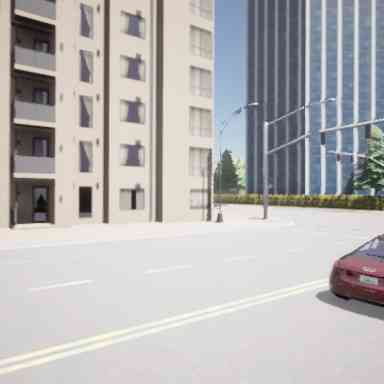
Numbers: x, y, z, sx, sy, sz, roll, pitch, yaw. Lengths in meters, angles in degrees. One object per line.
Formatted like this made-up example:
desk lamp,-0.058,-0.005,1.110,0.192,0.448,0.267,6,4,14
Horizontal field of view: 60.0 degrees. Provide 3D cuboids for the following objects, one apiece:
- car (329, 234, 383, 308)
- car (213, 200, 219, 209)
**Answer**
car,4.911,1.607,7.296,4.181,1.385,1.994,0,0,-35
car,1.924,1.506,47.020,2.097,1.767,4.553,0,0,-35
